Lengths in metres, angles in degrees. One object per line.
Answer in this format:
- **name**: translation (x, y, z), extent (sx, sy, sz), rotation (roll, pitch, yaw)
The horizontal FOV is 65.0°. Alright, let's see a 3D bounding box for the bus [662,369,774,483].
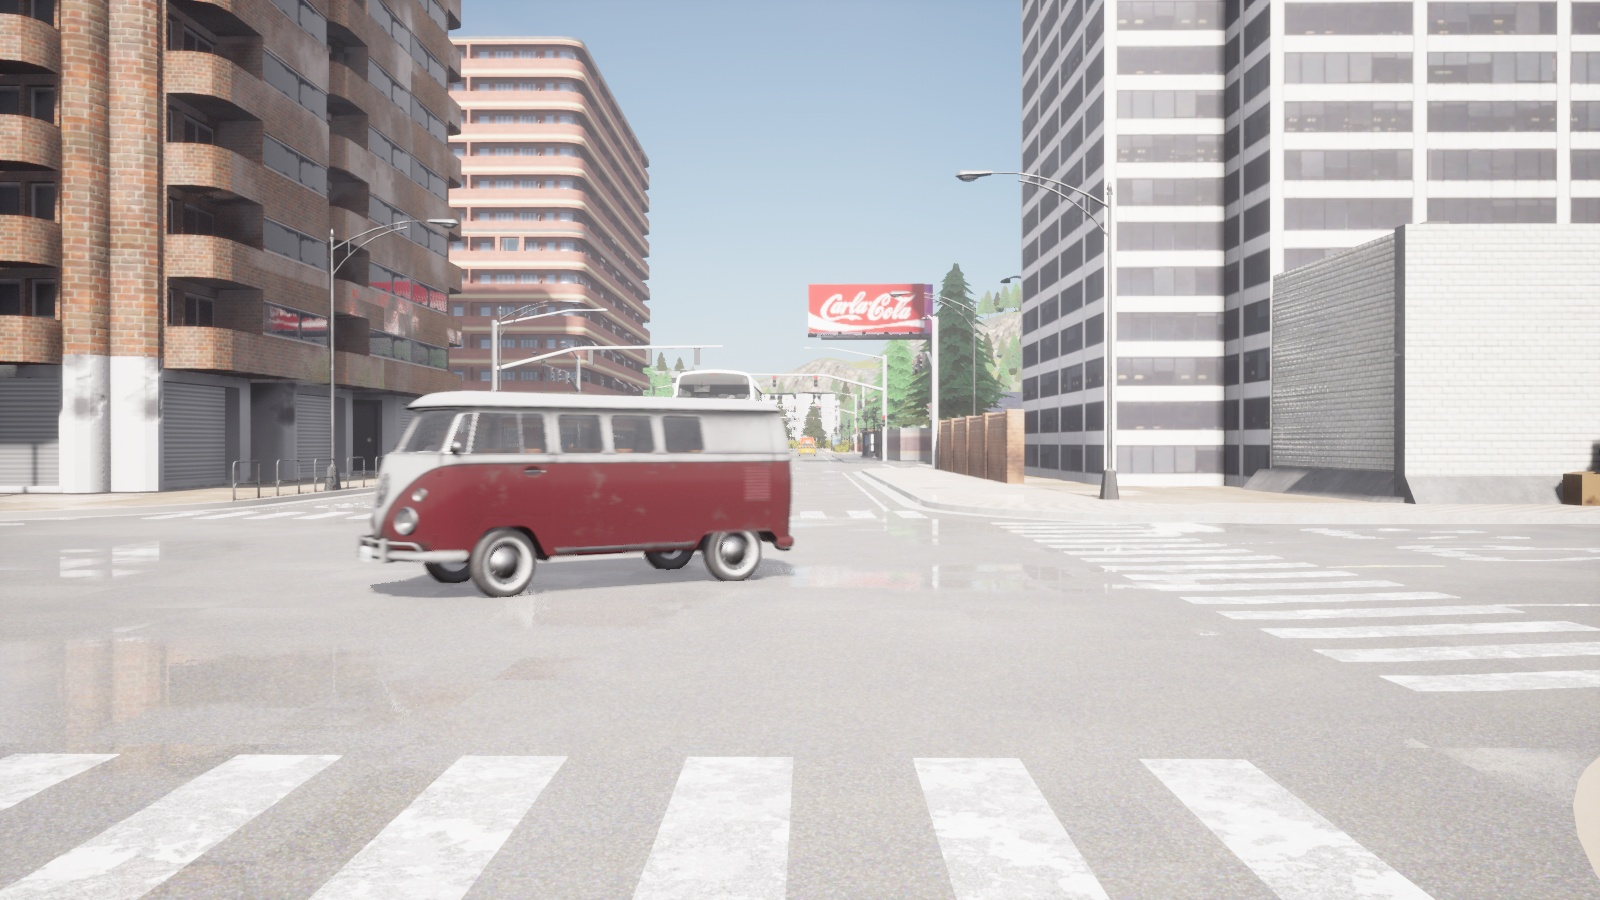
- **bus**: translation (-3.180, -0.928, 52.331), extent (3.944, 4.253, 10.273), rotation (0, 0, 0)

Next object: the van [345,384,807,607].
- **van**: translation (-2.257, 0.403, 13.191), extent (4.442, 1.987, 1.775), rotation (0, 0, -34)
